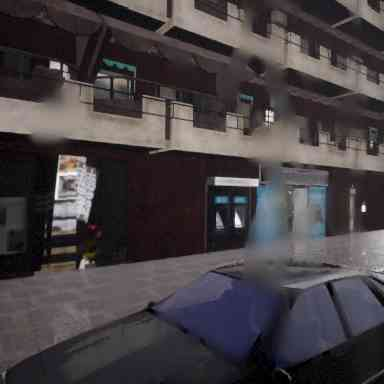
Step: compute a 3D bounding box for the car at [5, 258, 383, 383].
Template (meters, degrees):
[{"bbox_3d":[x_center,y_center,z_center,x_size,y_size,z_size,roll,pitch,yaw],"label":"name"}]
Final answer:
[{"bbox_3d":[0.916,1.549,3.728,5.357,1.411,2.033,0,0,-36],"label":"car"}]
